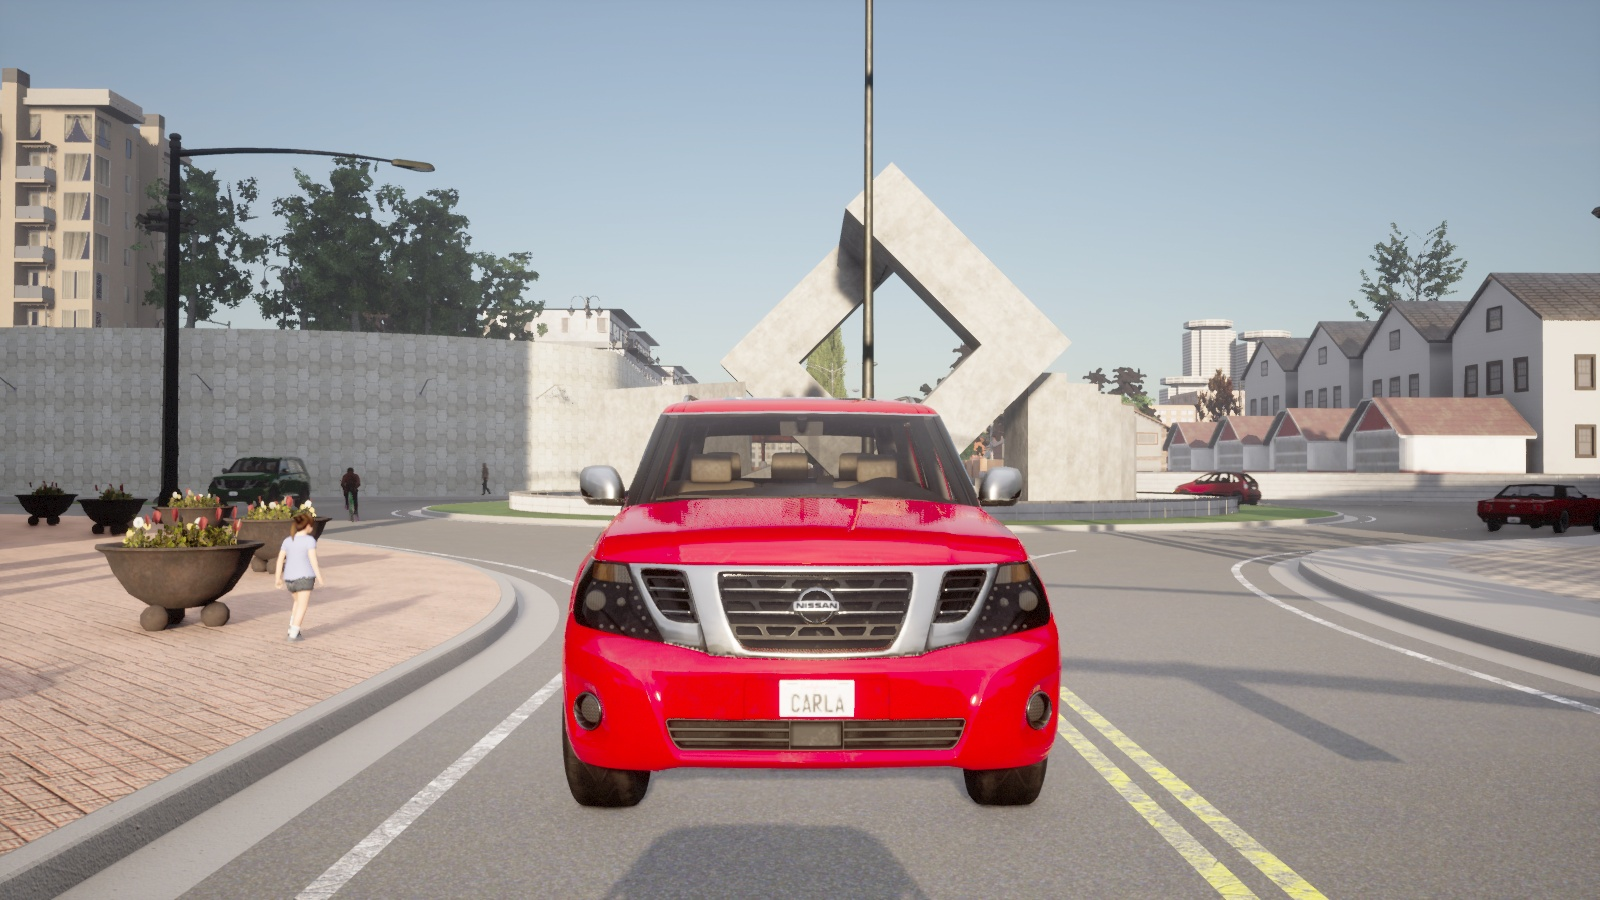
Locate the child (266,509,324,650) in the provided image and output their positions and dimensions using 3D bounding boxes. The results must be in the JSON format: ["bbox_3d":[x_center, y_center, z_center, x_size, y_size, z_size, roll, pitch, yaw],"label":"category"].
[{"bbox_3d":[-4.131,1.048,10.282,0.255,1.110,0.394,0,-1,14],"label":"child"}]

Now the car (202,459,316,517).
[{"bbox_3d":[-20.318,1.410,47.484,2.150,2.045,5.566,0,-1,-3],"label":"car"}]

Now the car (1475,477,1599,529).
[{"bbox_3d":[20.519,1.410,34.466,4.718,1.301,1.895,1,-1,-40],"label":"car"}]

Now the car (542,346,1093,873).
[{"bbox_3d":[-0.008,0.663,7.703,2.150,2.045,5.566,0,-1,-2],"label":"car"}]

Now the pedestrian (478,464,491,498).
[{"bbox_3d":[-16.994,1.671,67.668,0.634,1.846,0.331,1,-1,-39],"label":"pedestrian"}]

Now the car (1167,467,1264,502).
[{"bbox_3d":[20.037,1.648,60.621,3.988,1.617,1.851,-1,-1,43],"label":"car"}]
